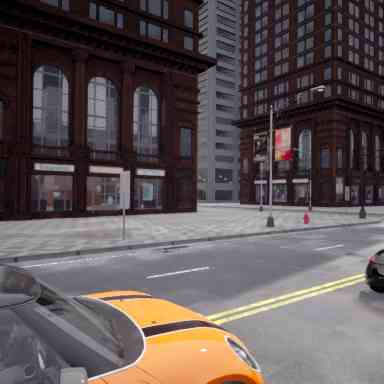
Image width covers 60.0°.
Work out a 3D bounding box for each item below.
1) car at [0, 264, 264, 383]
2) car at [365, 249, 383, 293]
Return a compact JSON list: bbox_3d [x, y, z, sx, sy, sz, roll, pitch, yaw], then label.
[{"bbox_3d":[-1.563,1.352,2.324,4.553,1.767,2.097,0,0,-36],"label":"car"},{"bbox_3d":[5.863,1.576,7.646,4.181,1.385,1.994,0,0,-35],"label":"car"}]
